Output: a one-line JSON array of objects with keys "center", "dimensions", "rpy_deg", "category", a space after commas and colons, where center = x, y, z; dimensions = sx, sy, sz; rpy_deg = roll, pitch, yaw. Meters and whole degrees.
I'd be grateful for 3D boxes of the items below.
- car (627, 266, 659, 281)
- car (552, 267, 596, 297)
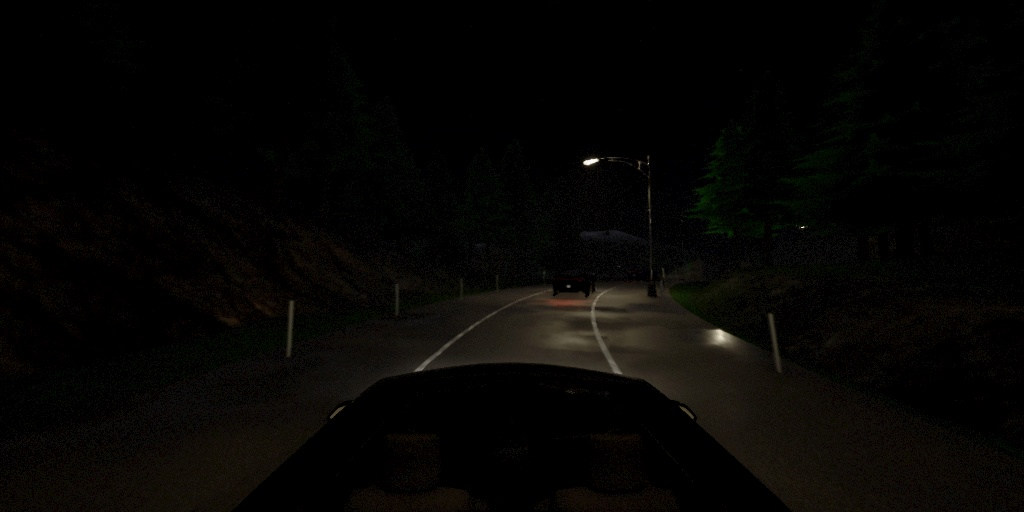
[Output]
[{"center": [13.635, 1.827, 37.142], "dimensions": [1.882, 1.535, 5.008], "rpy_deg": [-4, -5, 41], "category": "car"}, {"center": [3.590, 1.367, 20.259], "dimensions": [1.882, 1.535, 5.008], "rpy_deg": [-1, -1, 18], "category": "car"}]
